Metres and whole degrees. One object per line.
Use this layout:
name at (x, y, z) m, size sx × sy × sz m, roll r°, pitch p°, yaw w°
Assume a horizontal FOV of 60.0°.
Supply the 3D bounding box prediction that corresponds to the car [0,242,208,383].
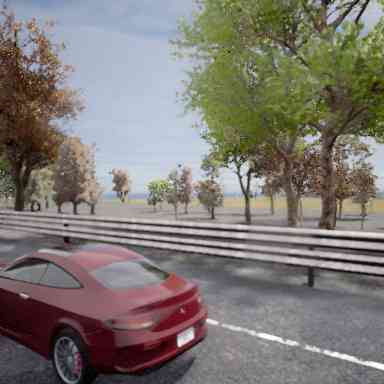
car at (-1.939, 1.551, 5.278) m, size 4.674 × 1.442 × 1.812 m, roll 0°, pitch 0°, yaw 36°
